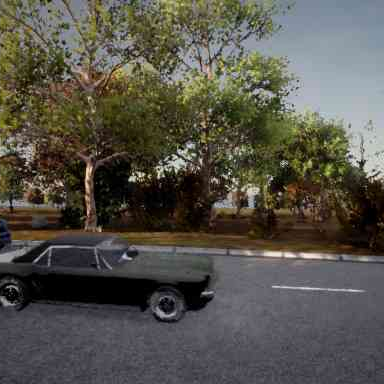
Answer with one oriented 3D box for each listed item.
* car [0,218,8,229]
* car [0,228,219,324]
[{"bbox_3d":[-8.641,1.166,11.128,4.553,1.767,2.097,1,-1,7],"label":"car"},{"bbox_3d":[-1.819,1.569,6.736,4.718,1.301,1.895,1,0,7],"label":"car"}]
